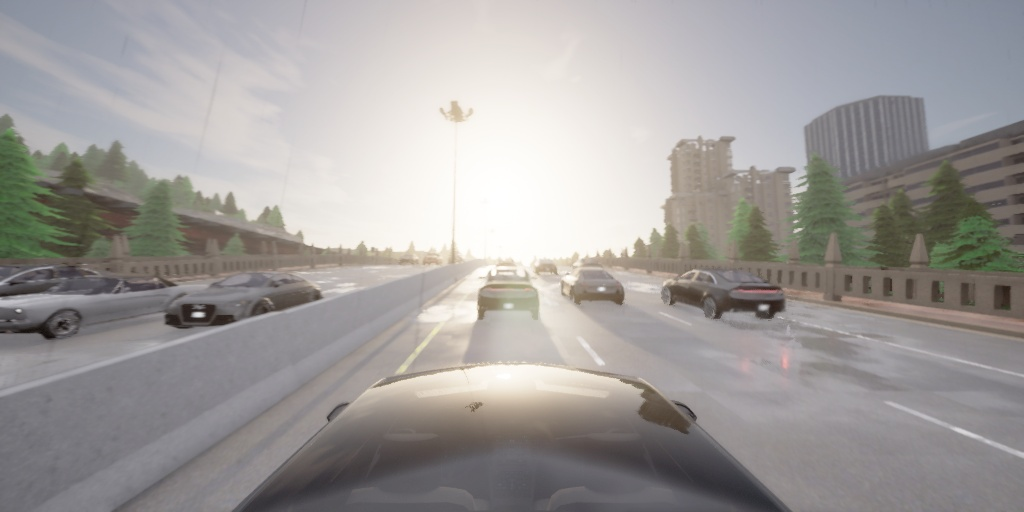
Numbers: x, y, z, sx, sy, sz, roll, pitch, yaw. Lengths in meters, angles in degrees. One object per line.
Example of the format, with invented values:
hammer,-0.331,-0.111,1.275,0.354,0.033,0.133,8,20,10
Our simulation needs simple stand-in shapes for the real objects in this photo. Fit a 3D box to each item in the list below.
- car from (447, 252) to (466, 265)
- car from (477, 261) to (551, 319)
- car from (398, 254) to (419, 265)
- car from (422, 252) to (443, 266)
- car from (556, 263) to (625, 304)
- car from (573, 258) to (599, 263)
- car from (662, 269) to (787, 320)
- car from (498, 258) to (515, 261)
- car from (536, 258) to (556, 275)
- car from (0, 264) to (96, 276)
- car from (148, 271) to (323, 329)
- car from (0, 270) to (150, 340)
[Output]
car,-8.055,0.336,52.649,2.150,2.045,5.566,0,-1,-1
car,-0.138,1.113,12.148,2.128,1.511,4.902,0,1,-1
car,-15.056,0.415,52.560,2.097,1.767,4.553,0,-1,-1
car,-11.556,0.449,52.573,2.150,2.045,5.566,0,-1,-1
car,3.297,1.176,15.362,1.994,1.385,4.181,0,1,-1
car,6.477,0.933,31.273,2.128,1.511,4.902,0,1,-1
car,6.861,1.174,12.259,2.128,1.511,4.902,0,1,-1
car,-0.521,0.873,31.116,2.128,1.511,4.902,0,1,-1
car,2.956,0.923,32.278,1.812,1.442,4.674,0,1,-1
car,-14.304,1.009,10.411,2.128,1.511,4.902,0,1,-1
car,-7.304,1.145,10.297,1.994,1.385,4.181,0,1,-1
car,-10.785,1.162,9.410,1.895,1.301,4.718,0,1,-1
